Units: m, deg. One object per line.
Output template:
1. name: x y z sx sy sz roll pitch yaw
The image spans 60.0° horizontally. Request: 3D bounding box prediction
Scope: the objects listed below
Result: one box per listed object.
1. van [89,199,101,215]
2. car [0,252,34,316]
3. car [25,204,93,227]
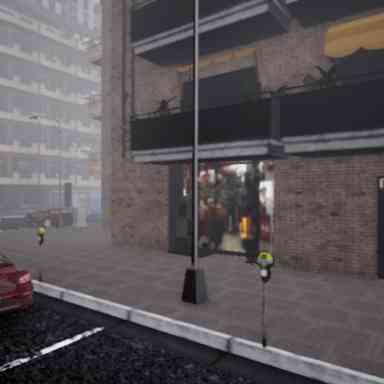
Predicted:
1. van: -10.230 1.680 38.937 1.690 1.788 3.998 0 -1 36
2. car: -4.660 1.599 6.324 4.206 1.307 1.802 0 0 36
3. car: -10.047 1.809 24.818 1.887 1.381 4.507 0 -1 36
